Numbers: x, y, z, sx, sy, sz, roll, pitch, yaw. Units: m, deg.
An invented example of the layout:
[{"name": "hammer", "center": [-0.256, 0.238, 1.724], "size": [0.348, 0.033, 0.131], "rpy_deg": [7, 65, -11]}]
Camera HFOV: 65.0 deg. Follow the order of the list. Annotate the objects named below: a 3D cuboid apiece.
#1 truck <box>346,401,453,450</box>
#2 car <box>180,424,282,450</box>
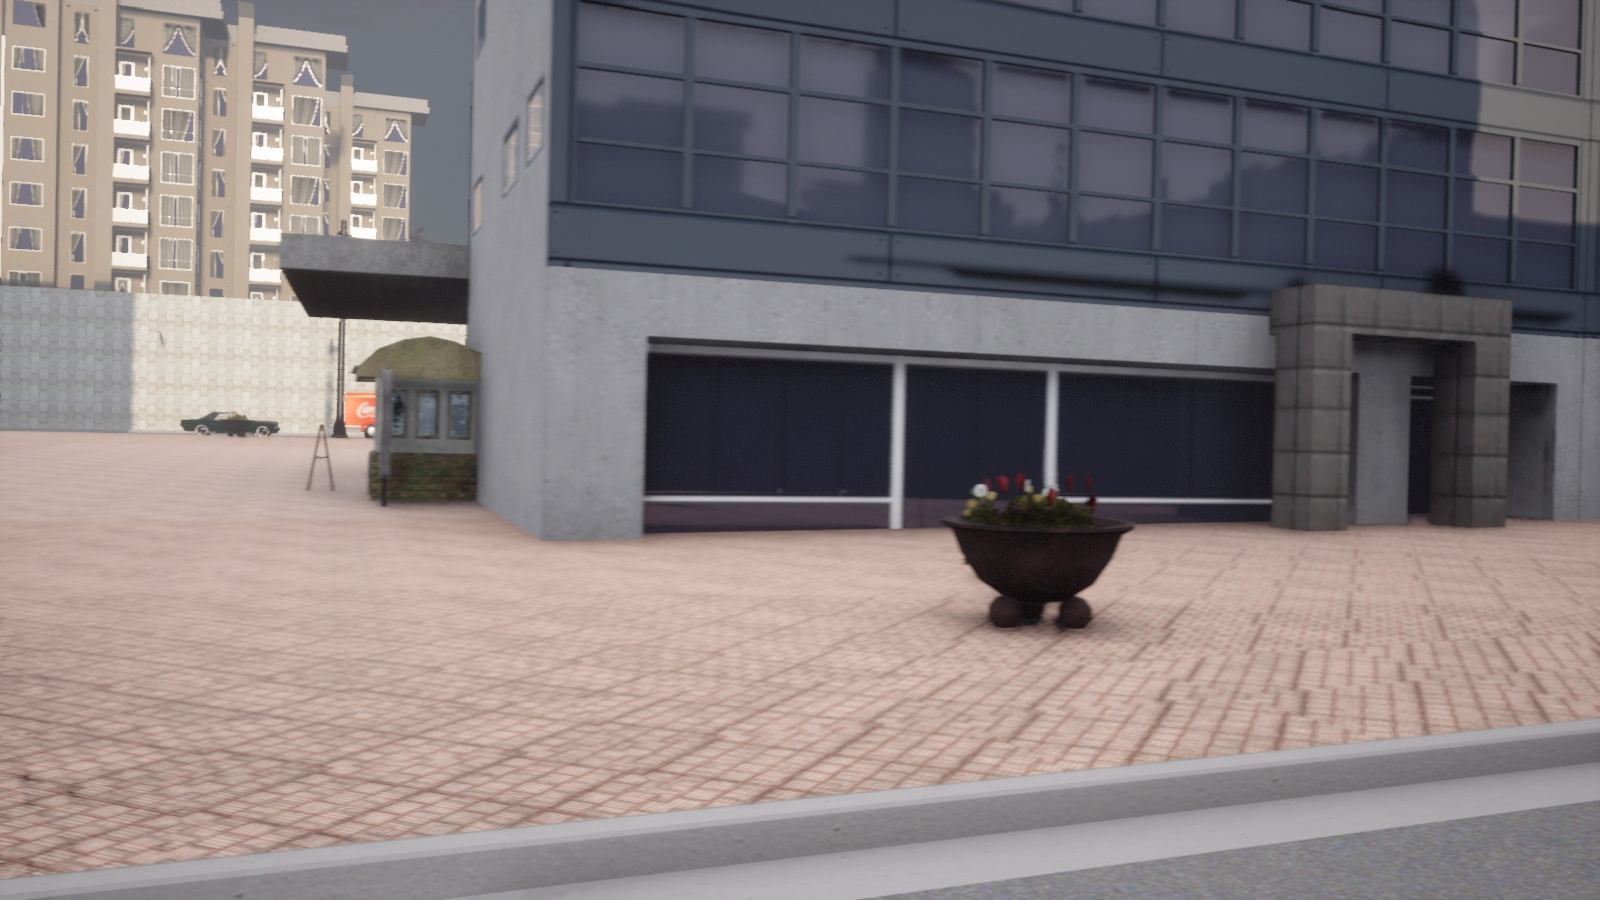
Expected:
[{"name": "truck", "center": [-20.699, -1.231, 64.899], "size": [5.204, 2.467, 2.627], "rpy_deg": [0, 1, -19]}, {"name": "car", "center": [-29.618, -0.676, 65.501], "size": [4.718, 1.301, 1.895], "rpy_deg": [0, 1, -19]}]
